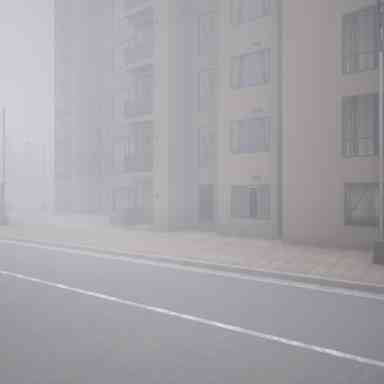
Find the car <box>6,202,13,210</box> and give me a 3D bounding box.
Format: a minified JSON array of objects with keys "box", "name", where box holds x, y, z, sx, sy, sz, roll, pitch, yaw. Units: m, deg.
[{"box":[-22.888,1.434,37.649,2.128,1.511,4.902,0,0,34],"name":"car"}]
